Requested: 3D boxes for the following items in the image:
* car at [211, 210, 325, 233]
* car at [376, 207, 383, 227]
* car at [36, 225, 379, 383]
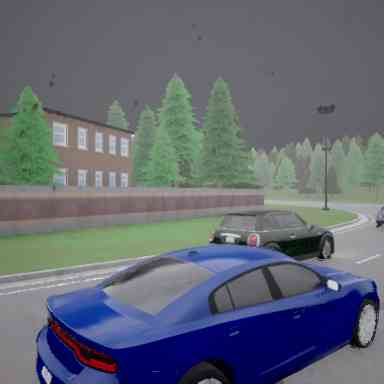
[{"bbox_3d":[2.670,1.353,10.699,4.553,1.767,2.097,0,0,-41],"label":"car"},{"bbox_3d":[13.493,1.547,22.013,2.033,1.411,5.357,0,0,37],"label":"car"},{"bbox_3d":[0.666,1.478,4.487,5.008,1.535,1.882,0,0,-38],"label":"car"}]
